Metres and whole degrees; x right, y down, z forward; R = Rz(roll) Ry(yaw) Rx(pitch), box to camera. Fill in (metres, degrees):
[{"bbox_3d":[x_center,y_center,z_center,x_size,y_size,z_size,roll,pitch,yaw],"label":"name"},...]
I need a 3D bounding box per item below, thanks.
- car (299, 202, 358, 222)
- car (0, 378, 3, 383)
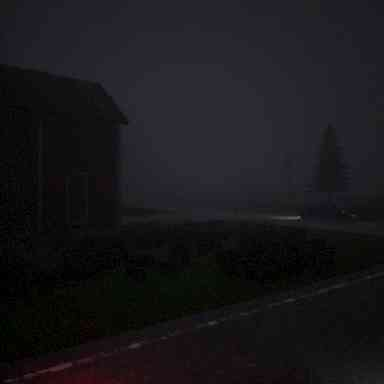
[{"bbox_3d":[10.812,1.554,26.629,1.812,1.442,4.674,0,0,-31],"label":"car"},{"bbox_3d":[-3.330,1.523,1.212,4.674,1.442,1.812,0,0,-35],"label":"car"}]
